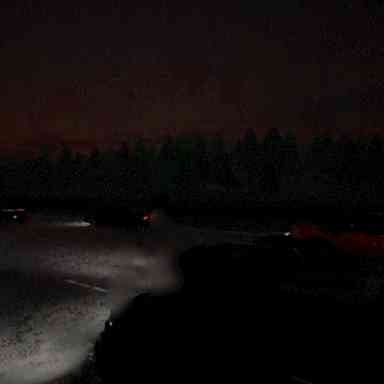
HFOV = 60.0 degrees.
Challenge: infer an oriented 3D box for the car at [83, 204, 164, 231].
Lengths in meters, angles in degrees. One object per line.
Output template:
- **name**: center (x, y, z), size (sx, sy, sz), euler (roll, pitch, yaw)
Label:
- **car**: center (-4.146, 1.428, 19.847), size (5.357, 1.411, 2.033), euler (1, 0, 36)

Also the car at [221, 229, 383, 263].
- **car**: center (1.734, 1.580, 7.056), size (4.718, 1.301, 1.895), euler (1, 0, 36)

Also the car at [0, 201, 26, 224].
- **car**: center (-12.774, 1.307, 21.703), size (4.902, 1.511, 2.128), euler (1, 0, 36)

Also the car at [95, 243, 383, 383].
- **car**: center (1.090, 1.519, 3.215), size (4.674, 1.442, 1.812), euler (1, 0, 36)

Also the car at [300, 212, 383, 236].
- **car**: center (4.682, 1.341, 9.250), size (4.553, 1.767, 2.097), euler (1, 0, 36)

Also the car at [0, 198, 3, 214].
- **car**: center (-20.057, 1.270, 31.199), size (5.357, 1.411, 2.033), euler (1, 0, 35)
